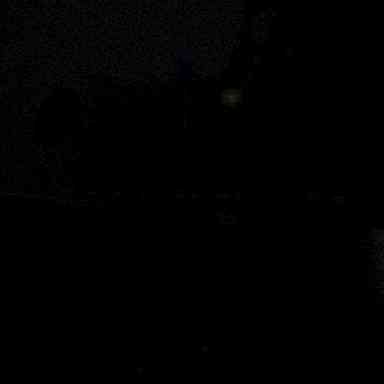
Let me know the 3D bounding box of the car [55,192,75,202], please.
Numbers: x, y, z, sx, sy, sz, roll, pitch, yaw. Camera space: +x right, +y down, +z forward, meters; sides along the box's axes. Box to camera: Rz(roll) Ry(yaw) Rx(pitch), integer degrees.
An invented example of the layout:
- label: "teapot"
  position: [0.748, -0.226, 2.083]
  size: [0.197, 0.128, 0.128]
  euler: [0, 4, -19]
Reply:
- label: "car"
  position: [-19.613, 0.710, 51.231]
  size: [2.033, 1.411, 5.357]
  euler: [-1, 2, -36]
